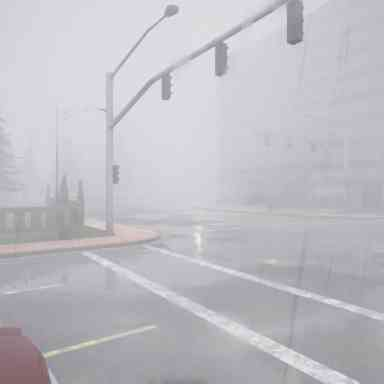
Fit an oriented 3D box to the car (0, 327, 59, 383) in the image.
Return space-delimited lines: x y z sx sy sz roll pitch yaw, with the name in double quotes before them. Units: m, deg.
"car" -3.096 1.601 1.571 4.718 1.301 1.895 0 0 -35
